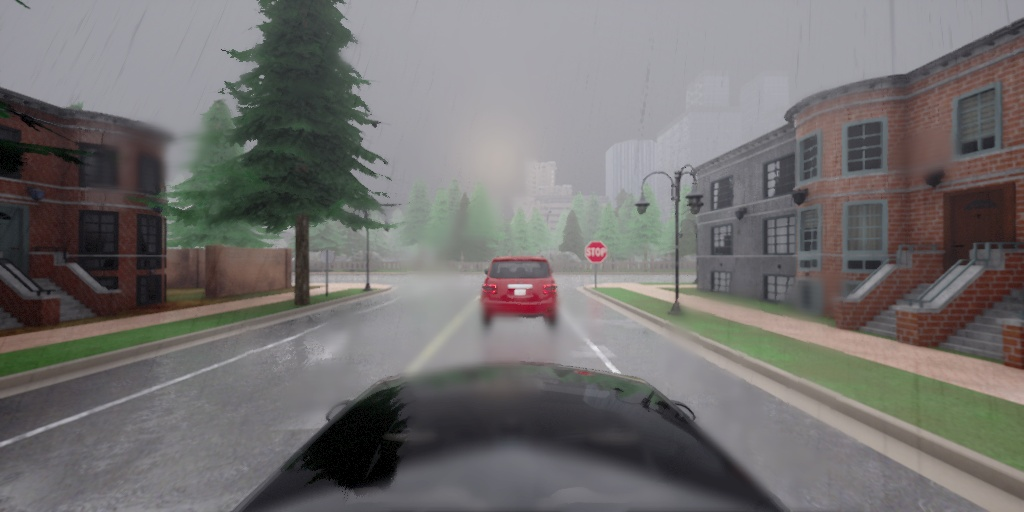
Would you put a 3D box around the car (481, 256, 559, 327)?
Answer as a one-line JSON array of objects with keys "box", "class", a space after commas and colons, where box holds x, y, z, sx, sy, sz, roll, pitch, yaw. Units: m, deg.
[{"box": [0.243, 1.021, 11.826, 2.150, 2.045, 5.566, 0, 0, 1], "class": "car"}]
